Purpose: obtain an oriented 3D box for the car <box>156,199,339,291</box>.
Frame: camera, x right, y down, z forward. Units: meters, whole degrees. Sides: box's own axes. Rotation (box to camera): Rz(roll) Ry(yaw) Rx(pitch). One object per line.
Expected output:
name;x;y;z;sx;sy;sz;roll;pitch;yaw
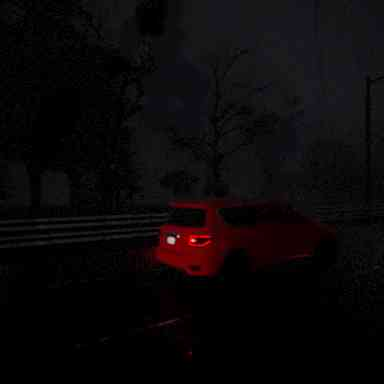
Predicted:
car;1.714;1.207;9.203;5.566;2.045;2.150;0;0;-35
